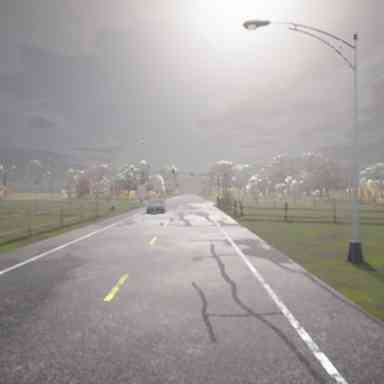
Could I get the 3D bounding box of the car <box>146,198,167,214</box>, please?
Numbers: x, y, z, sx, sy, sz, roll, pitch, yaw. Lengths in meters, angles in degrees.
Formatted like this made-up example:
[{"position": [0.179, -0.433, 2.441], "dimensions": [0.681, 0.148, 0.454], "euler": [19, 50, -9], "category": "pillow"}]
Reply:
[{"position": [-3.597, 1.413, 34.397], "dimensions": [1.837, 1.490, 4.892], "euler": [0, 0, 0], "category": "car"}]
